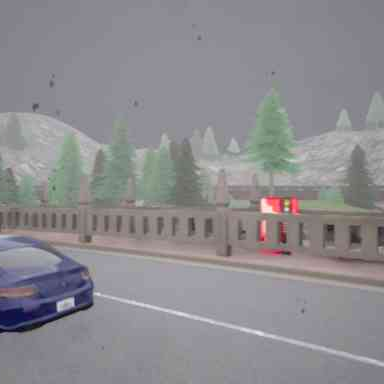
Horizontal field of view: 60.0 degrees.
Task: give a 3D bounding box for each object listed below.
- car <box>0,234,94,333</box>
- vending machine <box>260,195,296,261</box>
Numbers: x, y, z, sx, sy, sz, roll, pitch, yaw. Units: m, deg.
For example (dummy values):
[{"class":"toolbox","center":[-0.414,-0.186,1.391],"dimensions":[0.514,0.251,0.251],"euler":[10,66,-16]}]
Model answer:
[{"class":"car","center":[-3.844,1.533,6.227],"dimensions":[4.674,1.442,1.812],"euler":[0,0,32]},{"class":"vending machine","center":[2.948,1.157,11.369],"dimensions":[0.880,2.100,1.100],"euler":[0,0,33]}]
